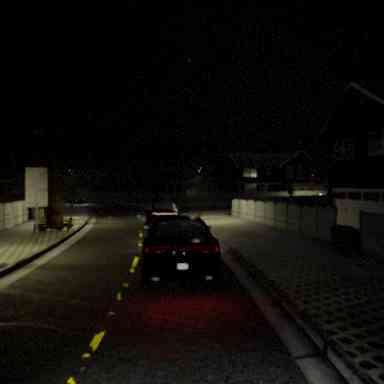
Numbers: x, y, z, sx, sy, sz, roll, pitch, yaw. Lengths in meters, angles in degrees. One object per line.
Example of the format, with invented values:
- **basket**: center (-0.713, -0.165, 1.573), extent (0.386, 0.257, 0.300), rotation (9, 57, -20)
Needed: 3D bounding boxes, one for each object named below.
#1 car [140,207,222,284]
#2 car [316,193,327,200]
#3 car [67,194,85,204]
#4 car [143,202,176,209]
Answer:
- **car**: center (-0.383, 1.399, 9.470), extent (1.882, 1.535, 5.008), rotation (0, 0, -4)
- **car**: center (15.820, 0.866, 39.867), extent (5.357, 1.411, 2.033), rotation (-1, 1, -14)
- **car**: center (-17.846, 1.052, 51.116), extent (1.837, 1.490, 4.892), rotation (0, 1, -34)
- **car**: center (-1.813, 1.322, 19.813), extent (2.128, 1.511, 4.902), rotation (0, 1, -10)
